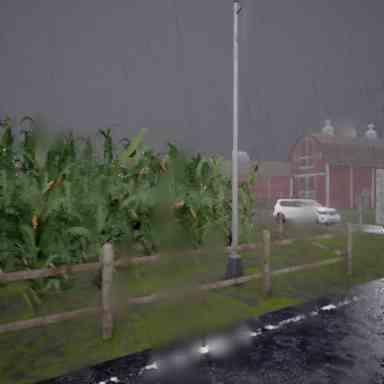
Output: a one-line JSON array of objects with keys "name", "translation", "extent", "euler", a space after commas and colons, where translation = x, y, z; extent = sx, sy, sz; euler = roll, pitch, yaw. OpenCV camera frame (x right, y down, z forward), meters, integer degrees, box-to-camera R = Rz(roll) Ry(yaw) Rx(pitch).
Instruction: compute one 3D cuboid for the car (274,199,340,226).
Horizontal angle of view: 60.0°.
[{"name": "car", "translation": [9.172, 1.621, 27.193], "extent": [2.150, 2.045, 5.566], "euler": [1, -1, -30]}]
